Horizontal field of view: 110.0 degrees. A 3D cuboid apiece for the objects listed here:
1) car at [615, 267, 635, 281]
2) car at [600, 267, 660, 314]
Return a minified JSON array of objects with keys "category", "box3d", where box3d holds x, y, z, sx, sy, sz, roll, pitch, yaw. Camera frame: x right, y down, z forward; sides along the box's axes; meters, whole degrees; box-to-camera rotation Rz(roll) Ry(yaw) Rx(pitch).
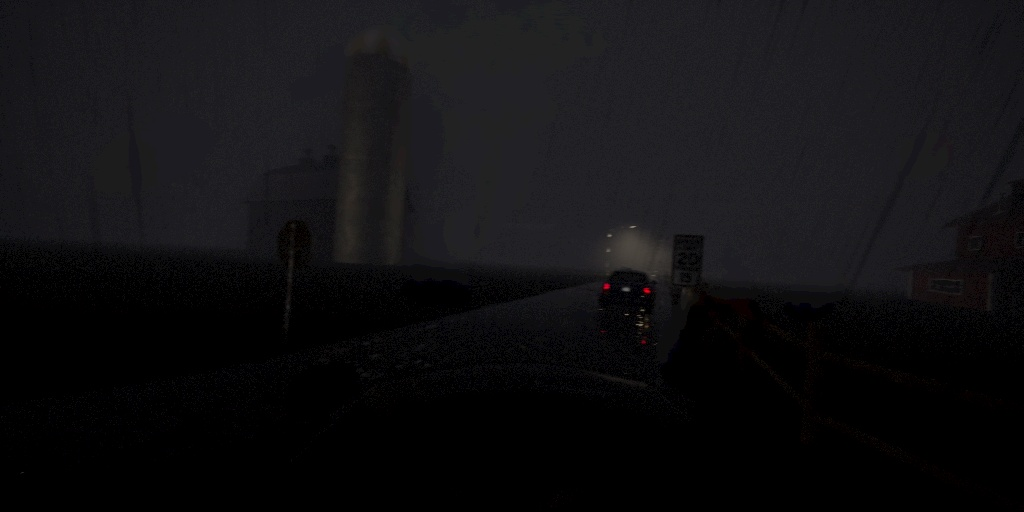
[{"category":"car","box3d":[13.453,2.111,42.570,1.812,1.442,4.674,4,0,23]},{"category":"car","box3d":[5.446,1.435,16.461,2.097,1.767,4.553,4,0,23]}]
